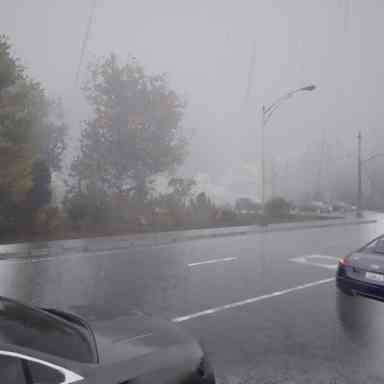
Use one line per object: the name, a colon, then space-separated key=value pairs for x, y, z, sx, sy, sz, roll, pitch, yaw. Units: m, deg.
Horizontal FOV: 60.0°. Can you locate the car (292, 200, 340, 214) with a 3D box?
car: x=13.534 y=1.741 z=37.550 sx=2.128 sy=1.511 sz=4.902 roll=0 pitch=-2 yaw=-32

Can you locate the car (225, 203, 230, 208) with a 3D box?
car: x=6.445 y=2.564 z=55.367 sx=2.128 sy=1.511 sz=4.902 roll=0 pitch=-3 yaw=-32

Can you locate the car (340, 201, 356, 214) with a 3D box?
car: x=16.713 y=1.741 z=39.052 sx=2.128 sy=1.511 sz=4.902 roll=0 pitch=-2 yaw=-34

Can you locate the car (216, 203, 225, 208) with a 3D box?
car: x=2.792 y=2.480 z=54.602 sx=2.097 sy=1.767 sz=4.553 roll=0 pitch=-3 yaw=-32

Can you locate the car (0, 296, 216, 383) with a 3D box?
car: x=-2.033 y=1.505 z=2.297 sx=4.892 sy=1.490 sz=1.837 roll=0 pitch=0 yaw=-36

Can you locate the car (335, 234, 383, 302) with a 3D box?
car: x=5.112 y=1.574 z=7.402 sx=4.181 sy=1.385 sz=1.994 roll=0 pitch=0 yaw=-34

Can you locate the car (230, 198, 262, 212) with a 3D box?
car: x=8.235 y=1.831 z=45.953 sx=2.150 sy=2.045 sz=5.566 roll=0 pitch=-3 yaw=-32

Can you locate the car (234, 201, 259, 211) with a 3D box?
car: x=10.214 y=2.672 z=62.869 sx=2.097 sy=1.767 sz=4.553 roll=0 pitch=-3 yaw=-32
